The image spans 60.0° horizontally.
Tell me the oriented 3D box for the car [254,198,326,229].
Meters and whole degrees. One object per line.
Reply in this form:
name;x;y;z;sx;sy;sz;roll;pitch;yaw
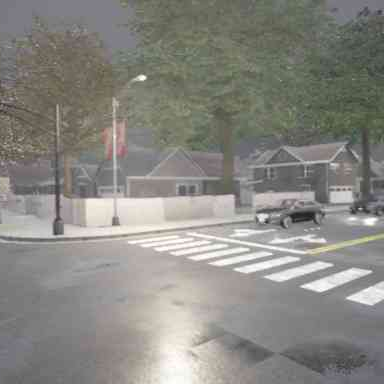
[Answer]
car;5.513;1.114;18.580;4.902;1.511;2.128;-2;1;-37

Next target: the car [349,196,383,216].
car;13.418;0.971;24.643;4.181;1.385;1.994;-2;1;-38
